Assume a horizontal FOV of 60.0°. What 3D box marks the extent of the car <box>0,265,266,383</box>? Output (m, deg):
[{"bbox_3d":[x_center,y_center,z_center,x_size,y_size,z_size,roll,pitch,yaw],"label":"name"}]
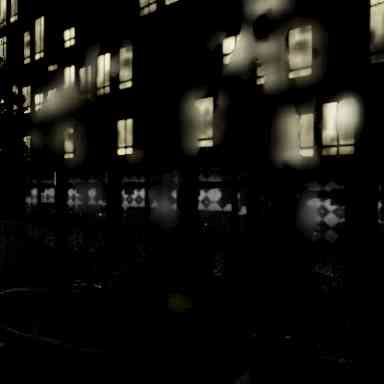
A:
[{"bbox_3d":[-1.313,1.550,3.806,4.313,1.339,1.947,0,0,35],"label":"car"}]
